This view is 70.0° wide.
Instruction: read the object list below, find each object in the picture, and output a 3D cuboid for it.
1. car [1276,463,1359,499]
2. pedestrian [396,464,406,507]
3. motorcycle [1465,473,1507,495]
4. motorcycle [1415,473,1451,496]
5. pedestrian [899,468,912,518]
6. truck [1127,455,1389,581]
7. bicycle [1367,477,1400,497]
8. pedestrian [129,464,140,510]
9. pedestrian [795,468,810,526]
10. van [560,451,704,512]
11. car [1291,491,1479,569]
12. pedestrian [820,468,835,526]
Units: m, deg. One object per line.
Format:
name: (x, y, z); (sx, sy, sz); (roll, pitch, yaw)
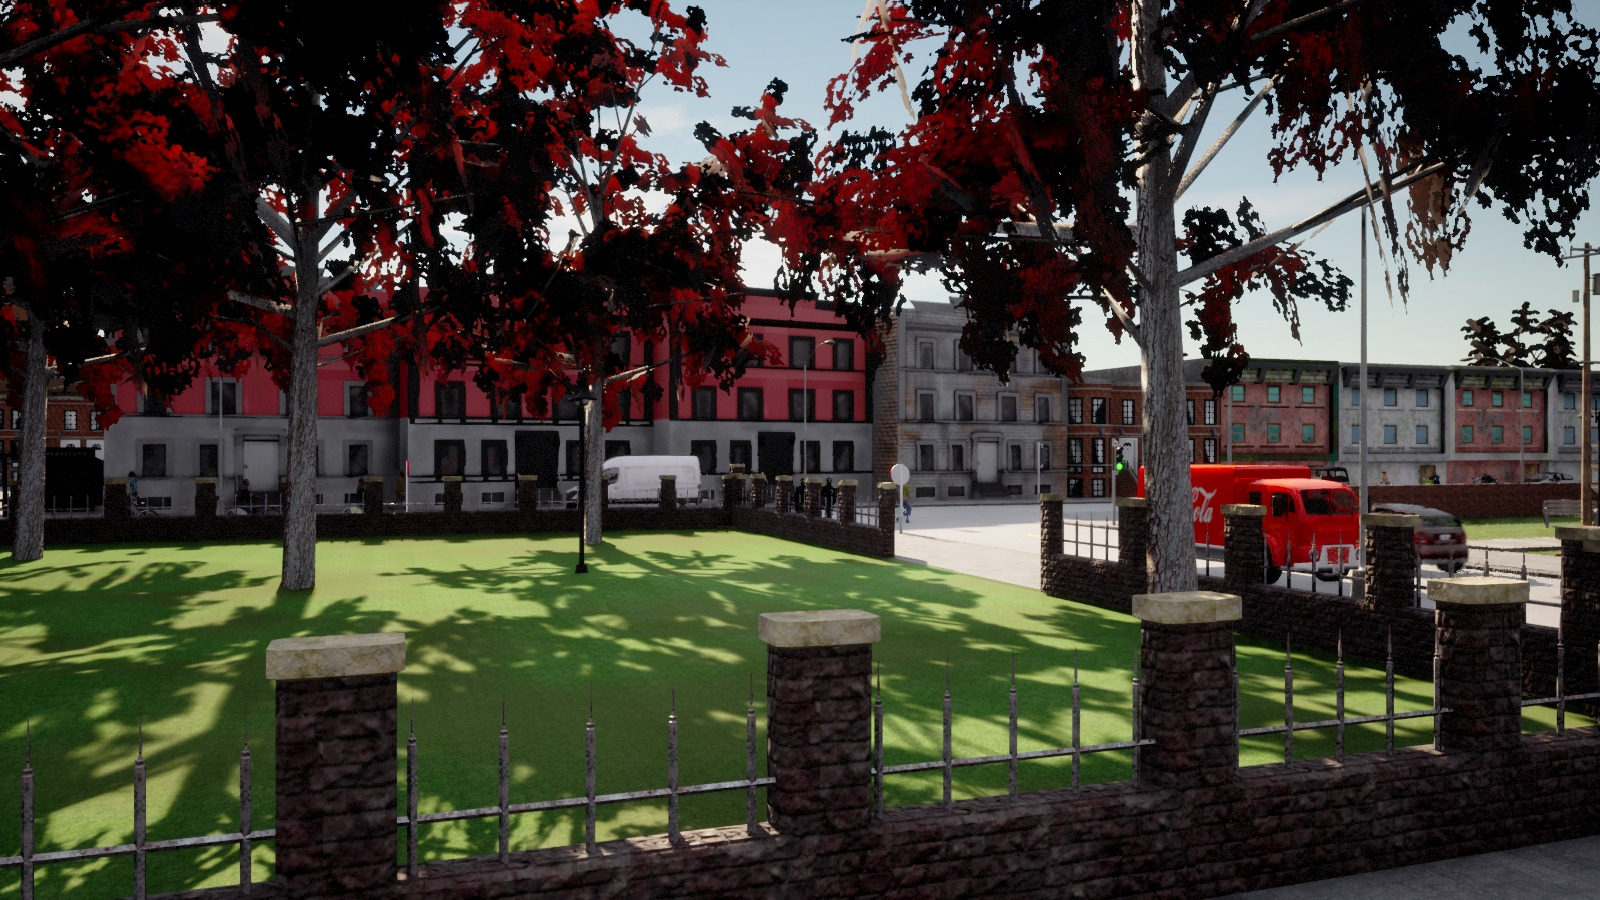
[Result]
car: (28.140, 1.638, 62.162); (3.866, 1.878, 1.905); (0, 0, -20)
pedestrian: (-17.381, 1.524, 49.731); (0.375, 1.860, 0.375); (0, 0, -15)
motorcycle: (39.853, 1.985, 66.375); (2.209, 1.251, 0.867); (0, 0, -20)
motorcycle: (36.002, 1.962, 64.979); (1.805, 1.236, 0.856); (0, 0, -20)
pedestrian: (3.999, 1.628, 43.312); (0.375, 1.860, 0.375); (0, 0, -18)
truck: (9.964, 1.348, 25.442); (2.627, 2.467, 5.204); (0, 0, -20)
bicycle: (32.543, 2.036, 63.766); (1.487, 1.080, 0.859); (0, 0, -20)
pedestrian: (-27.375, 1.522, 47.009); (0.375, 1.860, 0.375); (0, 0, -28)
pedestrian: (0.087, 1.525, 36.958); (0.375, 1.860, 0.375); (0, 0, -21)
van: (-7.279, 1.314, 49.415); (5.915, 2.561, 1.988); (0, 0, -16)
car: (13.661, 1.806, 26.919); (1.789, 1.549, 3.705); (0, 0, -20)
pedestrian: (0.892, 1.525, 37.254); (0.375, 1.860, 0.375); (0, 0, -23)
